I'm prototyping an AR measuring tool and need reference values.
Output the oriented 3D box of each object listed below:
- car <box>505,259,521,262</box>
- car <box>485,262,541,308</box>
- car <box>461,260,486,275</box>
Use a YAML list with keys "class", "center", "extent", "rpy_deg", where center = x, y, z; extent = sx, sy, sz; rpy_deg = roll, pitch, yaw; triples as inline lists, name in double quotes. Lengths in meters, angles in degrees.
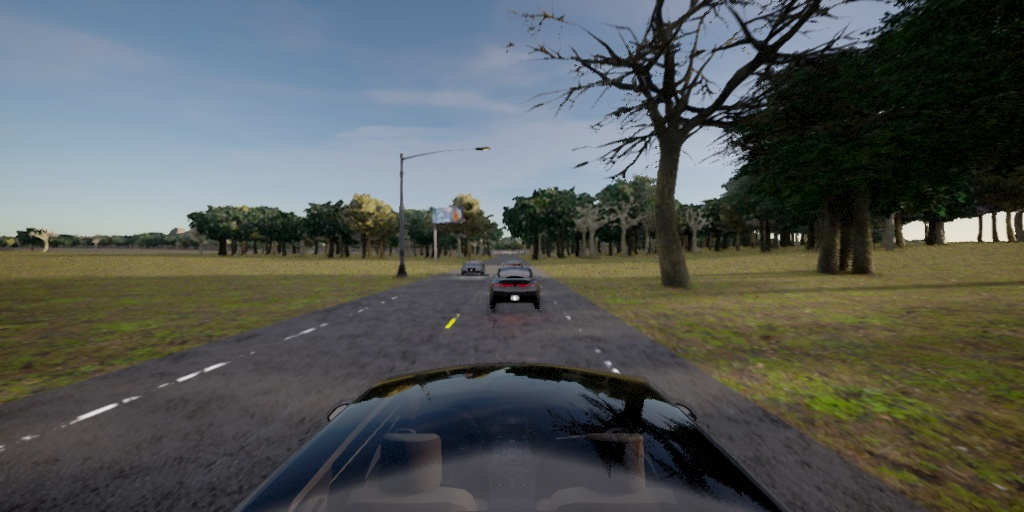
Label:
- class: "car"
  center: [0.098, 0.988, 32.350]
  extent: [2.128, 1.511, 4.902]
  rpy_deg: [0, 0, 0]
- class: "car"
  center: [0.099, 1.147, 14.471]
  extent: [1.837, 1.490, 4.892]
  rpy_deg: [0, 0, 0]
- class: "car"
  center: [-3.515, 1.053, 33.323]
  extent: [1.994, 1.385, 4.181]
  rpy_deg: [0, 0, 0]
